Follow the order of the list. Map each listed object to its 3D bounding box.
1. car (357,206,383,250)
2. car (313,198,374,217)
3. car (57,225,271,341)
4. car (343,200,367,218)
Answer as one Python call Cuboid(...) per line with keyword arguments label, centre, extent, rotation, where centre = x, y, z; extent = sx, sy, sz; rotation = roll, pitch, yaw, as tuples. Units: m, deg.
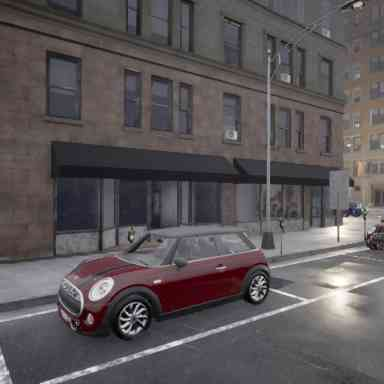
Cuboid(label="car", centre=(8.516, 1.445, 12.879), extent=(4.097, 1.590, 1.967), rotation=(0, 0, -36))
Cuboid(label="car", centre=(14.453, 1.416, 32.055), extent=(2.128, 1.511, 4.902), rotation=(1, 0, -36))
Cuboid(label="car", centre=(-0.411, 1.441, 6.473), extent=(4.097, 1.590, 1.967), rotation=(0, 0, -36))
Cuboid(label="car", centre=(12.325, 1.123, 29.458), extent=(2.150, 2.045, 5.566), rotation=(1, 0, -36))
